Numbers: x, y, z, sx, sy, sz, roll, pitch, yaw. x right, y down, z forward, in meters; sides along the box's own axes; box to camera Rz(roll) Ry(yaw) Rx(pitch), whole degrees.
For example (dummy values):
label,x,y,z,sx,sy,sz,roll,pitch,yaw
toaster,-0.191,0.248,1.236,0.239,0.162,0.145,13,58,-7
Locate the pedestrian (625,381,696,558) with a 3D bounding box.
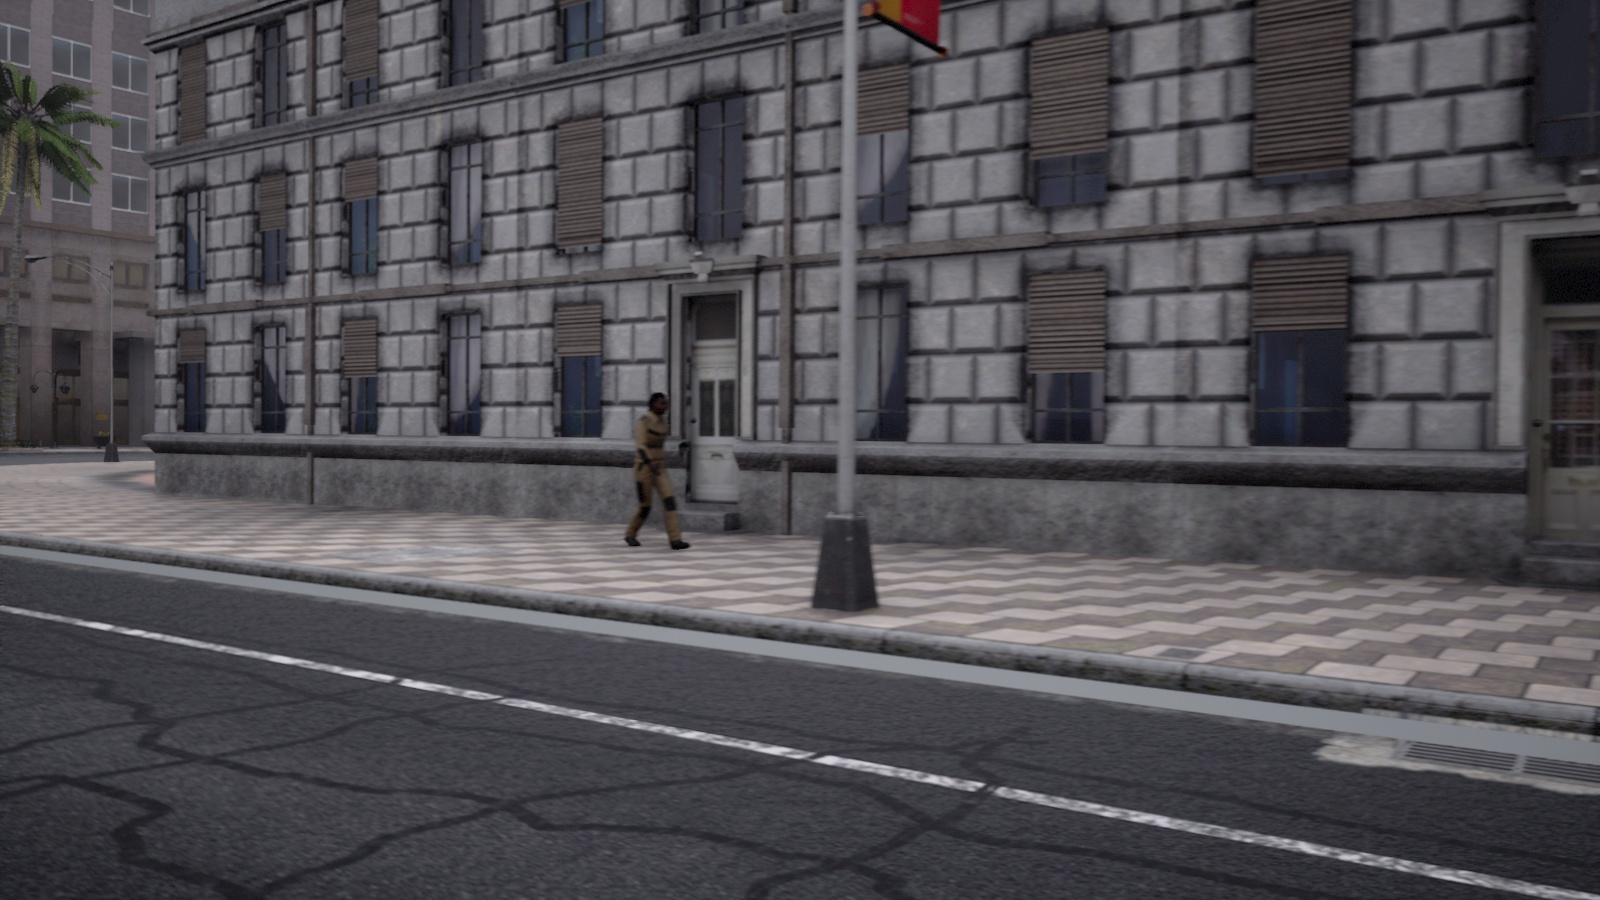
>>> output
label,x,y,z,sx,sy,sz,roll,pitch,yaw
pedestrian,-1.565,0.211,14.075,0.692,1.930,0.396,0,1,41
